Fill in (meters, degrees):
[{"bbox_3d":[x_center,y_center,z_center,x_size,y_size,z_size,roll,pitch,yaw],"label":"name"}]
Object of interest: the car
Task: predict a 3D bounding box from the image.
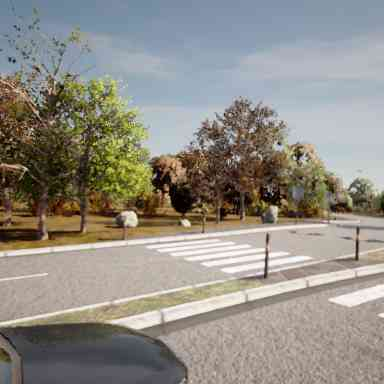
[{"bbox_3d":[-2.125,1.525,1.923,4.674,1.442,1.812,0,0,-35],"label":"car"}]
